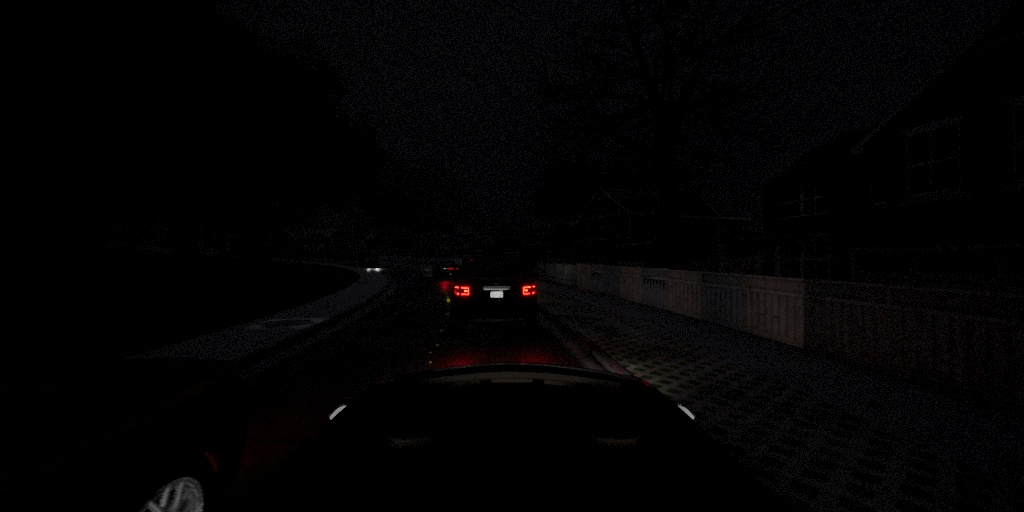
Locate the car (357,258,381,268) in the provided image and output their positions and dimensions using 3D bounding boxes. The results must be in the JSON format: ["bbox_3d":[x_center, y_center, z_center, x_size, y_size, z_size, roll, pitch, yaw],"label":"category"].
[{"bbox_3d":[-20.091,0.952,50.191,2.033,1.411,5.357,0,1,-38],"label":"car"}]

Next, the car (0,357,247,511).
[{"bbox_3d":[-3.002,1.228,0.714,1.882,1.535,5.008,0,0,-1],"label":"car"}]

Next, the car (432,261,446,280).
[{"bbox_3d":[-5.498,1.170,29.957,2.128,1.511,4.902,0,0,-20],"label":"car"}]

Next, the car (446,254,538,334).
[{"bbox_3d":[-0.658,0.972,10.867,2.150,2.045,5.566,0,0,-7],"label":"car"}]
